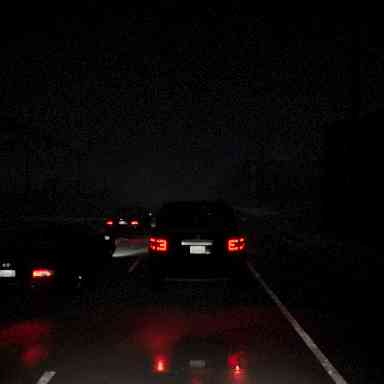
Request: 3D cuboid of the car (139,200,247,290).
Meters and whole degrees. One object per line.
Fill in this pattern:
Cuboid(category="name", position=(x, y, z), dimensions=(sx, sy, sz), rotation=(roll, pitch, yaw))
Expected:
Cuboid(category="car", position=(0.095, 1.221, 9.188), dimensions=(2.150, 2.045, 5.566), rotation=(0, 0, 0))

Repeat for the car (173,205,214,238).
Cuboid(category="car", position=(0.091, 1.547, 19.119), dimensions=(2.033, 1.411, 5.357), rotation=(0, 0, 0))

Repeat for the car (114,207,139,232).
Cuboid(category="car", position=(-3.412, 1.547, 18.719), dimensions=(2.033, 1.411, 5.357), rotation=(0, 0, 0))

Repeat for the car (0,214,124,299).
Cuboid(category="car", position=(-3.410, 1.547, 8.648), dimensions=(2.033, 1.411, 5.357), rotation=(0, 0, 0))
